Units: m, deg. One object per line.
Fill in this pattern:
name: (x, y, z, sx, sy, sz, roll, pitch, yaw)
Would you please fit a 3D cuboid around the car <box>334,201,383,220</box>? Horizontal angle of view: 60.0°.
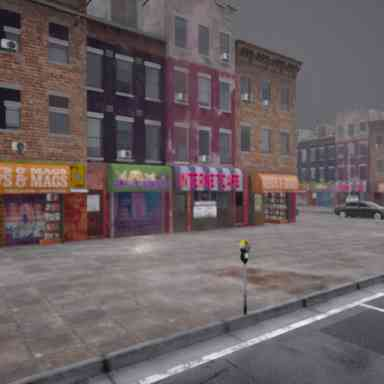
car: (14.283, 1.516, 27.527, 1.837, 1.490, 4.892, 0, 0, -36)
